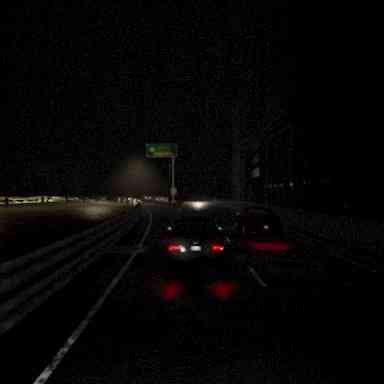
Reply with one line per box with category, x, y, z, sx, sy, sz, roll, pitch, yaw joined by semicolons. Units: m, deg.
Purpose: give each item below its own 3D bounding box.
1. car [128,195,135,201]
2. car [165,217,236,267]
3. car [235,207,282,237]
car;-16.153;1.637;88.805;1.837;1.490;4.892;0;0;-16
car;0.103;1.597;11.613;2.033;1.411;5.357;0;0;0
car;3.604;1.563;18.634;1.882;1.535;5.008;0;0;0
